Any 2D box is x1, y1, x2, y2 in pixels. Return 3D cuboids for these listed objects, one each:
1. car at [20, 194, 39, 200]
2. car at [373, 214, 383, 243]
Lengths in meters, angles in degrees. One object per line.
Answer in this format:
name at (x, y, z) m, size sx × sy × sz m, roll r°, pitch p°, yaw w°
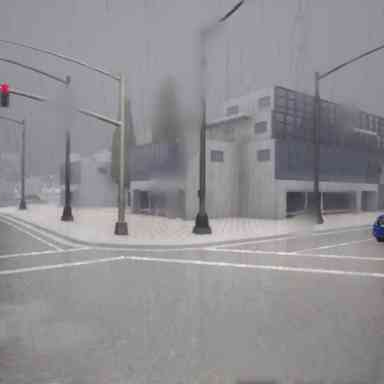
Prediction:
car at (-41.051, 1.386, 83.990) m, size 4.892 × 1.490 × 1.837 m, roll 0°, pitch 0°, yaw 12°
car at (10.546, 1.302, 15.291) m, size 5.566 × 2.045 × 2.150 m, roll 0°, pitch 0°, yaw -37°
